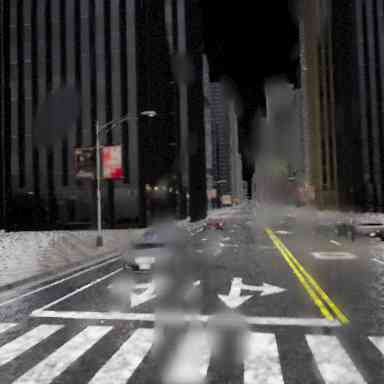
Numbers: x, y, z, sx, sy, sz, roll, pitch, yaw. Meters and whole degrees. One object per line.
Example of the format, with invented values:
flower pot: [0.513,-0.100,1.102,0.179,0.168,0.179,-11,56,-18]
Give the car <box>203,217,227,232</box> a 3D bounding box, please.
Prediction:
car: [2.274,3.066,32.161,1.895,1.301,4.718,-2,-3,10]

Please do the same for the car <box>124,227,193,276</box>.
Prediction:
car: [-1.118,2.157,12.803,2.128,1.511,4.902,-2,-3,8]

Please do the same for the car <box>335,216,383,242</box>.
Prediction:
car: [10.292,2.227,20.646,2.128,1.511,4.902,-2,-3,9]
